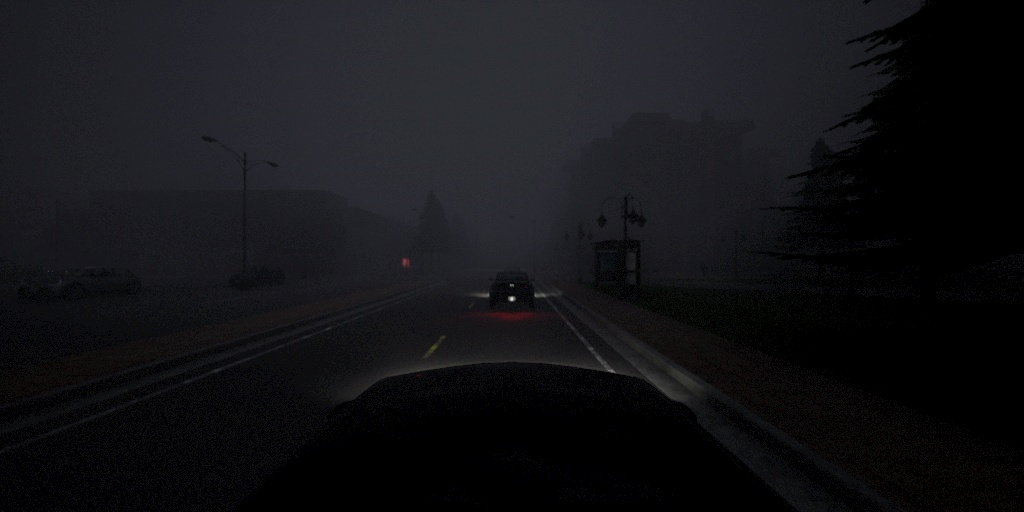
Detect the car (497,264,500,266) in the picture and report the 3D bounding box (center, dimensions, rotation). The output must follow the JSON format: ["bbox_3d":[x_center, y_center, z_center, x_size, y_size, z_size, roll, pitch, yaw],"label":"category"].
[{"bbox_3d":[0.066,1.586,31.143,1.994,1.385,4.181,0,0,3],"label":"car"}]

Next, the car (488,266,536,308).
[{"bbox_3d":[0.002,1.391,16.155,1.837,1.490,4.892,0,0,0],"label":"car"}]

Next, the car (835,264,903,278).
[{"bbox_3d":[37.547,1.286,37.975,5.566,2.045,2.150,0,-1,1],"label":"car"}]

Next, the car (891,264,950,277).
[{"bbox_3d":[47.044,1.629,41.384,4.674,1.442,1.812,0,-1,1],"label":"car"}]

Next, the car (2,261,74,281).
[{"bbox_3d":[-51.228,1.589,38.836,4.892,1.490,1.837,0,-1,1],"label":"car"}]

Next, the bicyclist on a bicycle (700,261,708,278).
[{"bbox_3d":[18.280,1.337,34.280,0.582,1.620,1.656,0,-1,1],"label":"bicyclist on a bicycle"}]
